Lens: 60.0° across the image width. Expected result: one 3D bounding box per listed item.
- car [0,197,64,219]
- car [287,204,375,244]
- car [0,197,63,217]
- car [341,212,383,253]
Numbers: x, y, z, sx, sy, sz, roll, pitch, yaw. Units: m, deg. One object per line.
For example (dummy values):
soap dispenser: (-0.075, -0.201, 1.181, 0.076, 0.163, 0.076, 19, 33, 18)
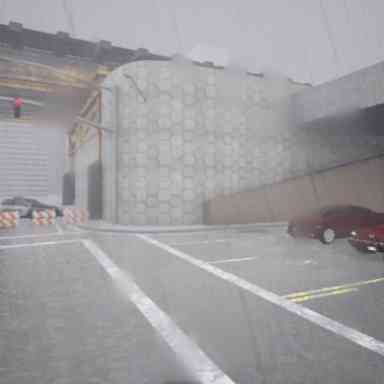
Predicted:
car: (-11.249, 1.111, 22.358, 4.974, 1.542, 2.038, 0, 1, 4)
car: (6.572, 1.327, 14.926, 5.008, 1.535, 1.882, 0, 1, -26)
car: (-11.300, 0.953, 22.360, 4.536, 1.218, 1.853, 0, 1, 4)
car: (7.732, 1.497, 11.601, 4.718, 1.301, 1.895, 0, 1, -26)
